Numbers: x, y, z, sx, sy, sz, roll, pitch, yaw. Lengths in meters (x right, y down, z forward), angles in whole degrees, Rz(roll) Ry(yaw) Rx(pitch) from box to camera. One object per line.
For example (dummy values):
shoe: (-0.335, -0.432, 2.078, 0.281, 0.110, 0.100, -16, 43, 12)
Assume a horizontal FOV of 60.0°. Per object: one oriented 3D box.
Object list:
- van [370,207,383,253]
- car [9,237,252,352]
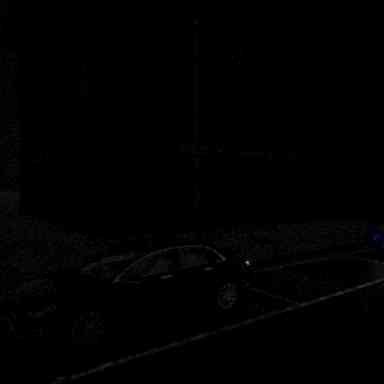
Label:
van: (8.403, 1.392, 12.651, 3.998, 1.788, 1.690, 0, -1, -35)
car: (-0.827, 1.560, 6.065, 4.403, 1.369, 2.008, 0, -1, -35)
